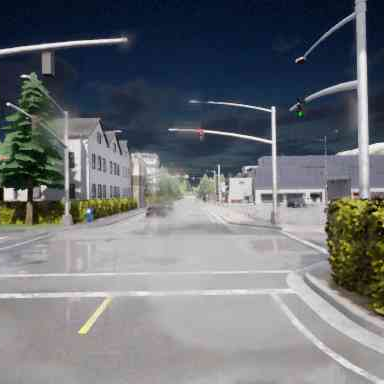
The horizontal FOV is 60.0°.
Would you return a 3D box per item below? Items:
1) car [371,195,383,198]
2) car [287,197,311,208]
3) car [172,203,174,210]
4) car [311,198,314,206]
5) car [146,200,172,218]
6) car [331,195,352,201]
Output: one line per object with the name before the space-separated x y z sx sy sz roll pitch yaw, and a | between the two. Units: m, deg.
car | 19.120 1.183 31.280 1.905 1.878 3.866 -1 -1 0
car | 15.429 1.629 49.148 2.007 1.523 4.514 -1 -1 0
car | -3.583 1.899 46.430 2.128 1.511 4.902 -1 0 0
car | 19.075 1.573 56.206 1.970 1.475 3.806 -1 -1 0
car | -3.598 1.844 34.586 2.033 1.411 5.357 -1 -1 0
car | 25.489 1.398 56.545 2.152 1.636 5.027 -1 -1 0
